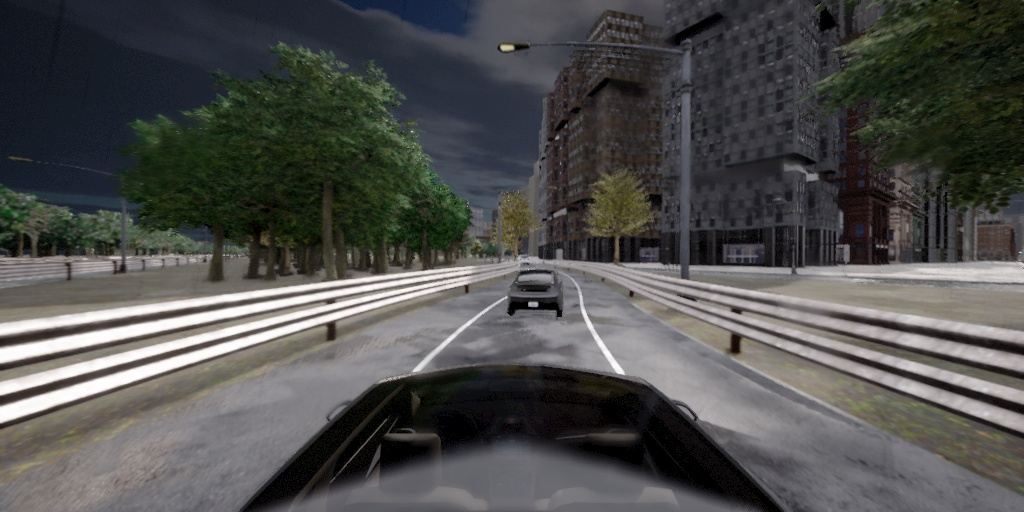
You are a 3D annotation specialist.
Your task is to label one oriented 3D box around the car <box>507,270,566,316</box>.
[{"bbox_3d":[0.989,1.245,13.473,1.837,1.490,4.892,0,0,8],"label":"car"}]
